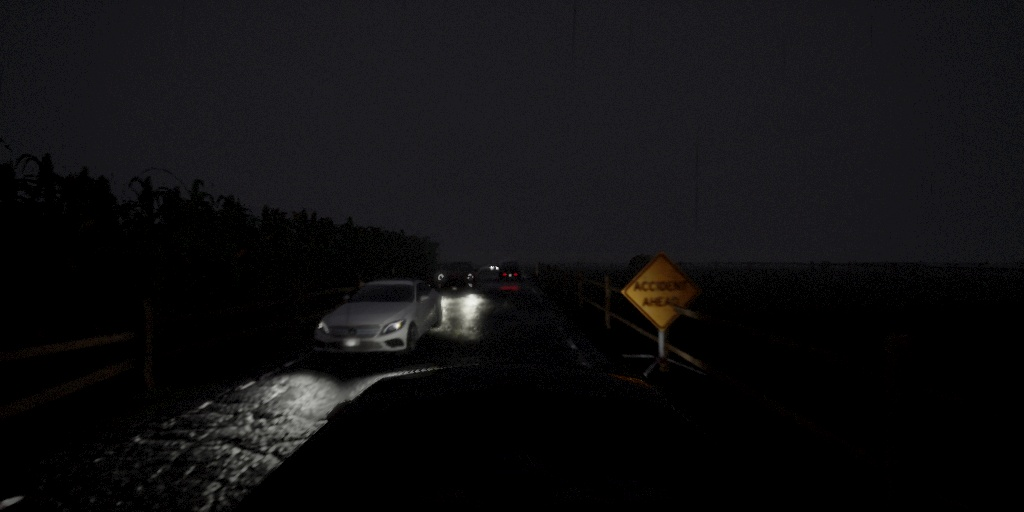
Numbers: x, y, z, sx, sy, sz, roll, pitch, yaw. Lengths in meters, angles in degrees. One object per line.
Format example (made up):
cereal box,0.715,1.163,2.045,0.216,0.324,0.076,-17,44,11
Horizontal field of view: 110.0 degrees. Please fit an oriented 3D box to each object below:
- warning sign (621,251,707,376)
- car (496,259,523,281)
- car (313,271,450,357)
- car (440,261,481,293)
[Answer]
warning sign,2.433,0.851,5.845,1.300,1.860,1.060,0,0,0
car,-0.157,1.231,29.902,1.837,1.490,4.892,0,0,0
car,-2.892,1.283,8.749,1.812,1.442,4.674,0,0,-1
car,-2.978,1.099,20.749,2.097,1.767,4.553,0,0,0
